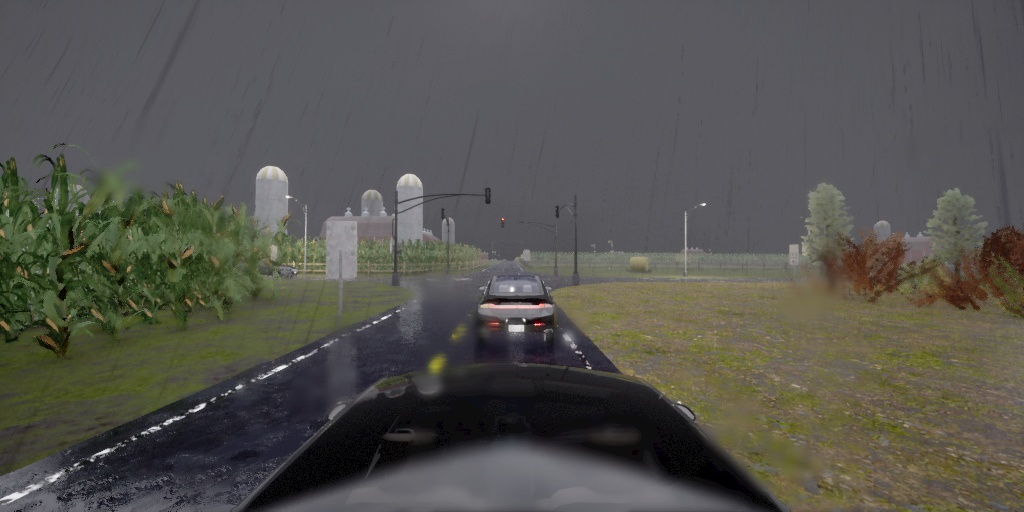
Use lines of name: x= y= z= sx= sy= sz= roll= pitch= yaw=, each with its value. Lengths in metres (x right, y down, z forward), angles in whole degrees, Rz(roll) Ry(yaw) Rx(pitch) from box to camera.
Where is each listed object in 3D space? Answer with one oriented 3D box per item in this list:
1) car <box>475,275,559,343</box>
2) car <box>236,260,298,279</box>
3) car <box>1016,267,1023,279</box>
car: x=0.100 y=1.245 z=9.653 sx=2.128 sy=1.511 sz=4.902 roll=0 pitch=0 yaw=0
car: x=-19.943 y=1.059 z=28.807 sx=4.902 sy=1.511 sz=2.128 roll=0 pitch=-1 yaw=-4
car: x=48.663 y=1.719 z=33.511 sx=4.674 sy=1.442 sz=1.812 roll=1 pitch=-1 yaw=-5
